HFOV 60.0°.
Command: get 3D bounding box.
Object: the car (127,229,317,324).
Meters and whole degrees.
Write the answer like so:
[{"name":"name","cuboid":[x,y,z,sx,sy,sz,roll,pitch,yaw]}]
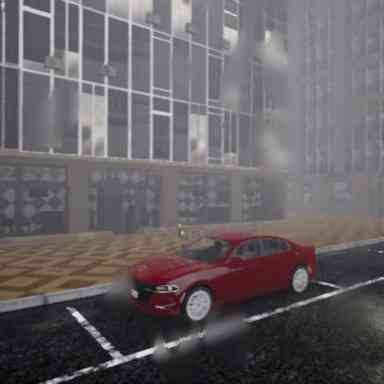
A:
[{"name":"car","cuboid":[0.824,1.533,7.149,4.507,1.381,1.887,0,1,-35]}]
